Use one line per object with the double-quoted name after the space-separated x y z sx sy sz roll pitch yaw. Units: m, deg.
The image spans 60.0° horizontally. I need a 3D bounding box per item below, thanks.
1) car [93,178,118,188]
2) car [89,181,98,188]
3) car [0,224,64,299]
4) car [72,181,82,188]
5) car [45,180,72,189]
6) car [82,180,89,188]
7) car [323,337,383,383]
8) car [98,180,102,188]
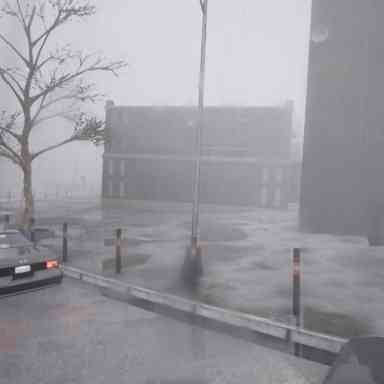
-21.367 -2.202 82.059 5.566 2.045 2.435 3 3 21 "car"
-24.254 -1.844 74.311 4.553 1.767 2.185 3 3 21 "car"
-5.161 1.464 7.901 5.357 1.411 2.033 1 1 39 "car"
-26.250 -1.579 69.176 5.008 1.535 2.097 3 3 21 "car"
-27.190 -1.635 66.576 4.553 1.767 2.185 3 3 21 "car"
-25.266 -1.609 71.751 4.674 1.452 2.002 3 3 21 "car"
3.327 1.546 1.424 5.357 1.411 2.033 0 0 35 "car"
-23.314 -1.793 76.911 4.892 1.521 2.231 3 3 21 "car"
